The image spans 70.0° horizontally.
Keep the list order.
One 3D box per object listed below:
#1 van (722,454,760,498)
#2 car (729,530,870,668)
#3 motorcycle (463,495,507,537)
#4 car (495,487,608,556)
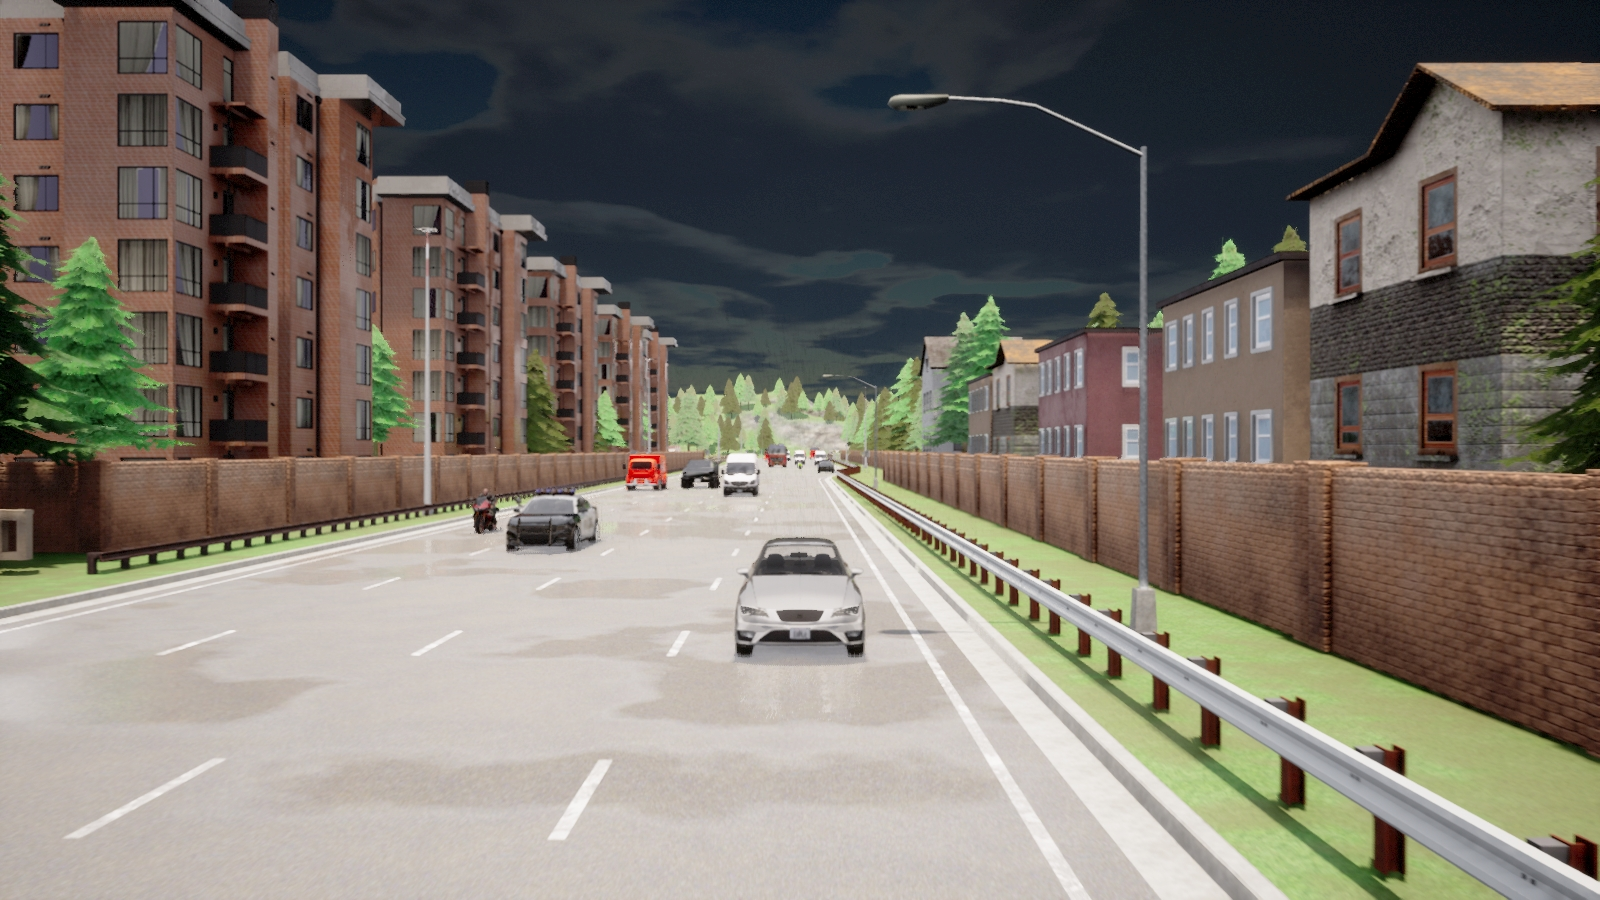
[{"bbox_3d":[-3.499,1.505,68.943,1.988,2.561,5.915,0,0,0],"label":"van"},{"bbox_3d":[-0.003,2.058,16.777,1.816,1.474,4.193,0,0,0],"label":"car"},{"bbox_3d":[-10.504,2.188,38.221,0.867,1.251,2.209,0,0,0],"label":"motorcycle"},{"bbox_3d":[-7.001,1.968,32.810,2.097,1.638,5.238,0,0,0],"label":"car"}]
